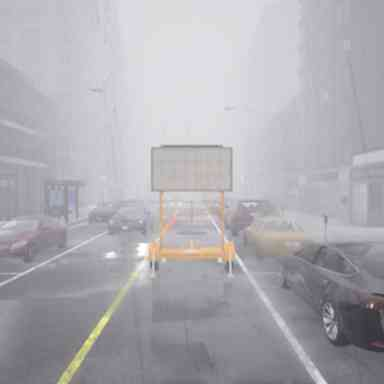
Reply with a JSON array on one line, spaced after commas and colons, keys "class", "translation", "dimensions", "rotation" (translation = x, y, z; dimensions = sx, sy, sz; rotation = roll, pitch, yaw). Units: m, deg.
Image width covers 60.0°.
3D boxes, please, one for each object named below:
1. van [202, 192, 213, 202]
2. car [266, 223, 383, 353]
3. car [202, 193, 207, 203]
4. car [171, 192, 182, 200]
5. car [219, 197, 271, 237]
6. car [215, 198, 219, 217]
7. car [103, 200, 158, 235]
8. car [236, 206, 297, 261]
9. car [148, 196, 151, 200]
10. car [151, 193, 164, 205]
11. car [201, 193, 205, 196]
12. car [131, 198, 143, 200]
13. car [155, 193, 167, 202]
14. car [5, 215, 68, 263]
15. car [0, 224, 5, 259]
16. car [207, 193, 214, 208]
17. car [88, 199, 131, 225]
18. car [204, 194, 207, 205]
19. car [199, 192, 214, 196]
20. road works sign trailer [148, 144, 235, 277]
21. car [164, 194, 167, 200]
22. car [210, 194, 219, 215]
[{"class": "van", "translation": [2.832, 0.873, 61.290], "dimensions": [1.690, 1.788, 3.998], "rotation": [0, 0, 0]}, {"class": "car", "translation": [2.856, 1.519, 6.057], "dimensions": [1.947, 1.339, 4.313], "rotation": [0, 0, 0]}, {"class": "car", "translation": [2.839, 1.209, 44.721], "dimensions": [2.008, 1.369, 4.403], "rotation": [0, 0, 0]}, {"class": "car", "translation": [-3.028, 1.104, 65.004], "dimensions": [1.895, 1.301, 4.718], "rotation": [0, 0, 0]}, {"class": "car", "translation": [2.852, 1.184, 17.102], "dimensions": [2.192, 1.841, 5.009], "rotation": [0, 0, 0]}, {"class": "car", "translation": [2.849, 1.351, 22.798], "dimensions": [1.752, 1.417, 4.829], "rotation": [0, 0, 0]}, {"class": "car", "translation": [-3.119, 1.389, 17.797], "dimensions": [1.812, 1.442, 4.674], "rotation": [0, 0, 0]}, {"class": "car", "translation": [2.854, 1.435, 11.750], "dimensions": [1.752, 1.417, 4.829], "rotation": [0, 0, 0]}, {"class": "car", "translation": [-5.682, 1.308, 33.658], "dimensions": [1.947, 1.339, 4.313], "rotation": [0, 0, 0]}, {"class": "car", "translation": [-5.689, 1.198, 50.233], "dimensions": [1.802, 1.307, 4.206], "rotation": [0, 0, 0]}, {"class": "car", "translation": [2.837, 1.182, 50.245], "dimensions": [1.947, 1.339, 4.313], "rotation": [0, 0, 0]}, {"class": "car", "translation": [-5.680, 1.351, 28.133], "dimensions": [1.947, 1.339, 4.313], "rotation": [0, 0, 0]}, {"class": "car", "translation": [-5.694, 0.972, 61.282], "dimensions": [1.967, 1.590, 4.097], "rotation": [0, 0, 0]}, {"class": "car", "translation": [-5.672, 1.493, 11.559], "dimensions": [1.802, 1.307, 4.206], "rotation": [0, 0, 0]}, {"class": "car", "translation": [-5.670, 1.498, 6.034], "dimensions": [1.887, 1.381, 4.507], "rotation": [0, 0, 0]}, {"class": "car", "translation": [2.844, 1.183, 33.674], "dimensions": [1.967, 1.590, 4.097], "rotation": [0, 0, 0]}, {"class": "car", "translation": [-5.677, 1.372, 22.608], "dimensions": [1.887, 1.381, 4.507], "rotation": [0, 0, 0]}, {"class": "car", "translation": [2.842, 1.251, 39.198], "dimensions": [2.008, 1.369, 4.403], "rotation": [0, 0, 0]}, {"class": "car", "translation": [2.835, 0.889, 55.767], "dimensions": [2.192, 1.841, 5.009], "rotation": [0, 0, 0]}, {"class": "road works sign trailer", "translation": [-0.004, 0.388, 9.951], "dimensions": [2.380, 3.560, 2.880], "rotation": [0, 0, 0]}, {"class": "car", "translation": [-5.692, 1.140, 55.758], "dimensions": [1.947, 1.339, 4.313], "rotation": [0, 0, 0]}, {"class": "car", "translation": [2.846, 1.225, 28.150], "dimensions": [1.967, 1.590, 4.097], "rotation": [0, 0, 0]}]
